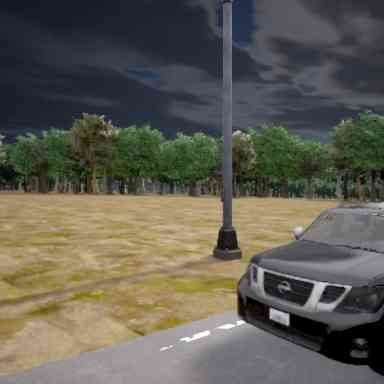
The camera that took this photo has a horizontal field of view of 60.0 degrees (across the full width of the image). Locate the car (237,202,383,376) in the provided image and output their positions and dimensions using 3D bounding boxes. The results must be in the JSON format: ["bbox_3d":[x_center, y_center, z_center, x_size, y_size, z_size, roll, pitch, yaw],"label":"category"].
[{"bbox_3d":[3.316,1.221,5.856,5.566,2.045,2.150,0,0,-37],"label":"car"}]
